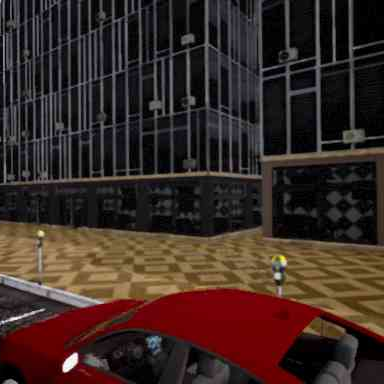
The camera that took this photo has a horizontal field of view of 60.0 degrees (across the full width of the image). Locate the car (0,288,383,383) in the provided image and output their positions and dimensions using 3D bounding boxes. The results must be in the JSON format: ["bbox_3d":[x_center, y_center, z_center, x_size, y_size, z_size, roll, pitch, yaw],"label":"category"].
[{"bbox_3d":[0.056,1.559,2.835,4.507,1.381,1.887,-1,-1,35],"label":"car"}]
